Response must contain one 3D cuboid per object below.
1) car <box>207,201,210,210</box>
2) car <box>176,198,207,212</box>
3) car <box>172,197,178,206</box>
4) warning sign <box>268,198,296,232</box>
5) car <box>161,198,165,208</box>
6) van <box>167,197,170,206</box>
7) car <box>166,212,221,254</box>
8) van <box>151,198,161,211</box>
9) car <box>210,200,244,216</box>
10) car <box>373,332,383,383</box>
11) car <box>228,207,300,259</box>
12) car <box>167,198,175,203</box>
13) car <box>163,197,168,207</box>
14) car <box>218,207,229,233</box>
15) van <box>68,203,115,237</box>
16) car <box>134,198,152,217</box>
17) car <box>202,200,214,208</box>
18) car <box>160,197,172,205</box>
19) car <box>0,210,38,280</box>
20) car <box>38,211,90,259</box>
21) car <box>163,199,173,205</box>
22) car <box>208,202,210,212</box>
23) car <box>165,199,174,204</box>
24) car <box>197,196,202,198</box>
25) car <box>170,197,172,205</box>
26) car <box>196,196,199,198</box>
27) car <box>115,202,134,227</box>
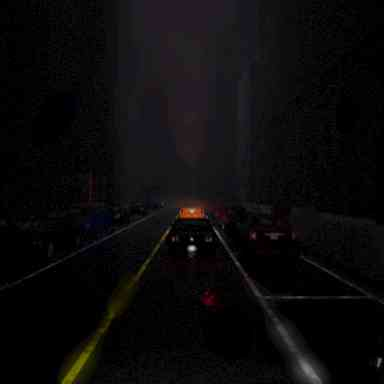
[{"bbox_3d":[2.753,1.903,35.631,1.947,1.339,4.313,0,-1,0],"label":"car"},{"bbox_3d":[-0.005,1.625,29.074,2.097,1.767,4.553,0,-1,0],"label":"car"},{"bbox_3d":[-3.015,2.269,70.949,1.895,1.301,4.718,0,-1,0],"label":"car"},{"bbox_3d":[5.067,1.294,18.885,1.300,1.860,1.060,0,0,0],"label":"warning sign"},{"bbox_3d":[-5.776,2.021,52.361,1.752,1.417,4.829,0,-1,0],"label":"car"},{"bbox_3d":[-5.780,1.948,63.805,1.690,1.788,3.998,0,-1,0],"label":"van"},{"bbox_3d":[-0.001,1.735,14.110,1.895,1.301,4.718,0,0,0],"label":"car"},{"bbox_3d":[-5.776,1.784,46.896,1.690,1.788,3.998,0,-1,0],"label":"van"},{"bbox_3d":[2.754,1.545,24.362,2.192,1.841,5.009,0,-1,0],"label":"car"},{"bbox_3d":[2.760,1.569,1.815,2.008,1.369,4.403,0,-1,0],"label":"car"},{"bbox_3d":[2.757,1.564,13.087,1.967,1.590,4.097,0,-1,0],"label":"car"},{"bbox_3d":[-5.785,2.438,91.984,2.008,1.369,4.403,0,-1,0],"label":"car"},{"bbox_3d":[-5.778,2.103,58.166,2.008,1.369,4.403,0,-1,0],"label":"car"},{"bbox_3d":[2.756,1.743,18.723,1.947,1.339,4.313,0,-1,0],"label":"car"},{"bbox_3d":[-5.770,1.518,18.714,1.690,1.788,3.998,0,-1,0],"label":"van"},{"bbox_3d":[-5.773,1.777,35.622,1.967,1.590,4.097,0,-1,0],"label":"car"},{"bbox_3d":[2.747,2.118,58.175,1.947,1.339,4.313,0,-1,0],"label":"car"},{"bbox_3d":[-5.782,2.034,75.078,2.192,1.841,5.009,0,-1,0],"label":"car"},{"bbox_3d":[-5.767,1.386,7.440,2.192,1.841,5.009,0,-1,0],"label":"car"},{"bbox_3d":[-5.768,1.669,13.075,1.887,1.381,4.507,0,-1,0],"label":"car"},{"bbox_3d":[-5.782,2.340,80.712,1.947,1.339,4.313,0,-1,0],"label":"car"},{"bbox_3d":[2.754,1.828,29.995,1.887,1.381,4.507,0,-1,0],"label":"car"},{"bbox_3d":[-5.784,2.396,86.348,1.947,1.339,4.313,0,-1,0],"label":"car"},{"bbox_3d":[2.741,2.413,86.355,1.802,1.307,4.206,0,-1,0],"label":"car"},{"bbox_3d":[-5.780,2.103,69.440,1.967,1.590,4.097,0,-1,0],"label":"car"},{"bbox_3d":[2.740,2.469,91.992,1.802,1.307,4.206,0,-1,0],"label":"car"},{"bbox_3d":[-5.770,1.670,24.349,1.967,1.590,4.097,0,-1,0],"label":"car"}]
